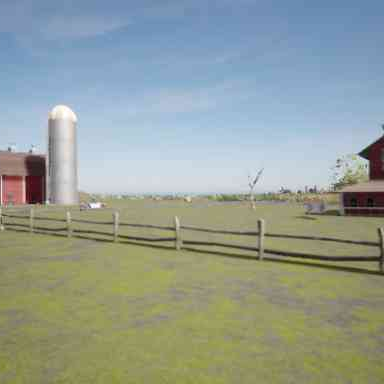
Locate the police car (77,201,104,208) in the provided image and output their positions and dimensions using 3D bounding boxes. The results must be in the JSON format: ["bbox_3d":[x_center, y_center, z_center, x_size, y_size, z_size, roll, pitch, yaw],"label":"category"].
[{"bbox_3d":[-18.535,2.402,60.857,2.038,1.542,4.974,-1,-1,35],"label":"police car"}]
